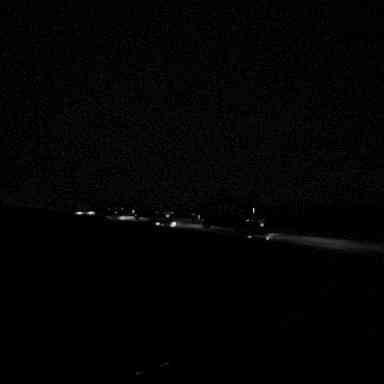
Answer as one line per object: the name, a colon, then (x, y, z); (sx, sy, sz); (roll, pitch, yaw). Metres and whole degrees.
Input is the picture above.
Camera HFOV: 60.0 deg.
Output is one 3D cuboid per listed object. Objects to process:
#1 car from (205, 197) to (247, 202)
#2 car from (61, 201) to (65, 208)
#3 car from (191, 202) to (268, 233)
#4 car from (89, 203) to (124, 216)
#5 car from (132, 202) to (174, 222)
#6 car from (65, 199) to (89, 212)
car: (2.185, 1.384, 25.653); (2.150, 2.045, 5.566); (1, -1, -37)
car: (-21.553, 2.037, 58.415); (1.882, 1.535, 5.008); (1, -1, -36)
car: (2.371, 1.568, 20.283); (2.128, 1.511, 4.902); (1, -1, -37)
car: (-9.150, 1.840, 36.191); (1.895, 1.301, 4.718); (1, -1, -36)
car: (-3.349, 1.641, 28.137); (2.128, 1.511, 4.902); (1, -1, -36)
car: (-14.998, 1.841, 44.358); (1.837, 1.490, 4.892); (1, -1, -36)
